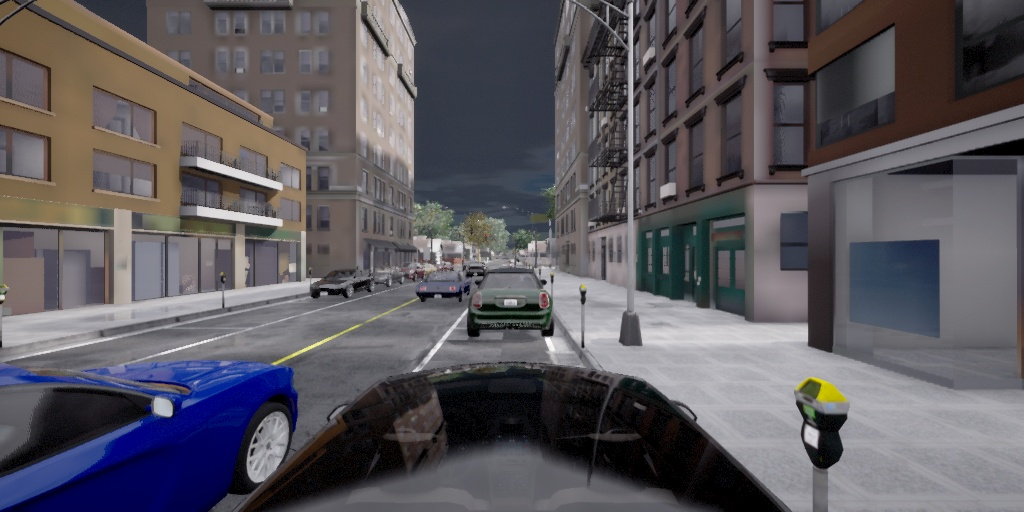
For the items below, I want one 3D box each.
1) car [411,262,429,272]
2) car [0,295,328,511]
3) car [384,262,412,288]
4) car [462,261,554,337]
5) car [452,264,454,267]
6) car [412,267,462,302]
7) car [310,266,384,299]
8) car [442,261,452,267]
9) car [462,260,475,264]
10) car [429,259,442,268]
[{"bbox_3d":[-8.408,1.194,29.238,1.967,1.591,4.097,0,0,0],"label":"car"},{"bbox_3d":[-3.020,1.227,1.499,1.882,1.535,5.008,0,0,0],"label":"car"},{"bbox_3d":[-8.408,1.302,23.719,2.007,1.370,4.403,0,0,0],"label":"car"},{"bbox_3d":[-0.033,1.102,10.470,2.097,1.767,4.553,0,0,0],"label":"car"},{"bbox_3d":[-8.408,1.349,45.794,1.802,1.307,4.207,0,0,0],"label":"car"},{"bbox_3d":[-3.020,1.367,16.900,1.895,1.301,4.718,0,0,0],"label":"car"},{"bbox_3d":[-8.408,1.316,18.201,1.948,1.339,4.313,0,0,0],"label":"car"},{"bbox_3d":[-8.408,1.203,40.275,1.967,1.591,4.097,0,0,0],"label":"car"},{"bbox_3d":[-3.020,1.274,31.871,1.837,1.490,4.892,0,0,0],"label":"car"},{"bbox_3d":[-8.408,1.284,34.586,1.751,1.417,4.829,0,0,0],"label":"car"}]
